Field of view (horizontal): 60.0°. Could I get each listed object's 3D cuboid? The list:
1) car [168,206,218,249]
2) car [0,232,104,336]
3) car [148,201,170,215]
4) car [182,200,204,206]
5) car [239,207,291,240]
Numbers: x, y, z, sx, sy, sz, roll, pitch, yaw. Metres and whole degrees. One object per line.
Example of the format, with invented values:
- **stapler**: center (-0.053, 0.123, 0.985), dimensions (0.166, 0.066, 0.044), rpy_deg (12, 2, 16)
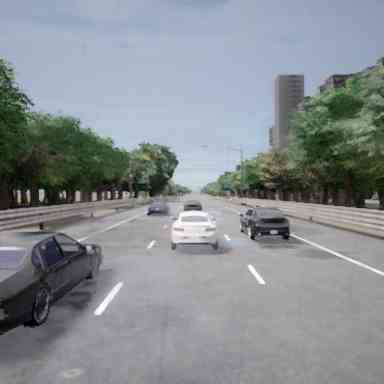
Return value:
- **car**: center (0.101, 1.534, 14.397), dimensions (1.812, 1.442, 4.674), rpy_deg (0, 0, 0)
- **car**: center (-3.403, 1.549, 6.930), dimensions (2.033, 1.411, 5.357), rpy_deg (0, 0, 0)
- **car**: center (-3.393, 1.630, 34.607), dimensions (1.994, 1.385, 4.181), rpy_deg (0, 0, 0)
- **car**: center (0.106, 1.569, 34.094), dimensions (1.837, 1.490, 4.892), rpy_deg (0, 0, 0)
- **car**: center (3.603, 1.519, 17.045), dimensions (1.837, 1.490, 4.892), rpy_deg (0, 0, 0)
